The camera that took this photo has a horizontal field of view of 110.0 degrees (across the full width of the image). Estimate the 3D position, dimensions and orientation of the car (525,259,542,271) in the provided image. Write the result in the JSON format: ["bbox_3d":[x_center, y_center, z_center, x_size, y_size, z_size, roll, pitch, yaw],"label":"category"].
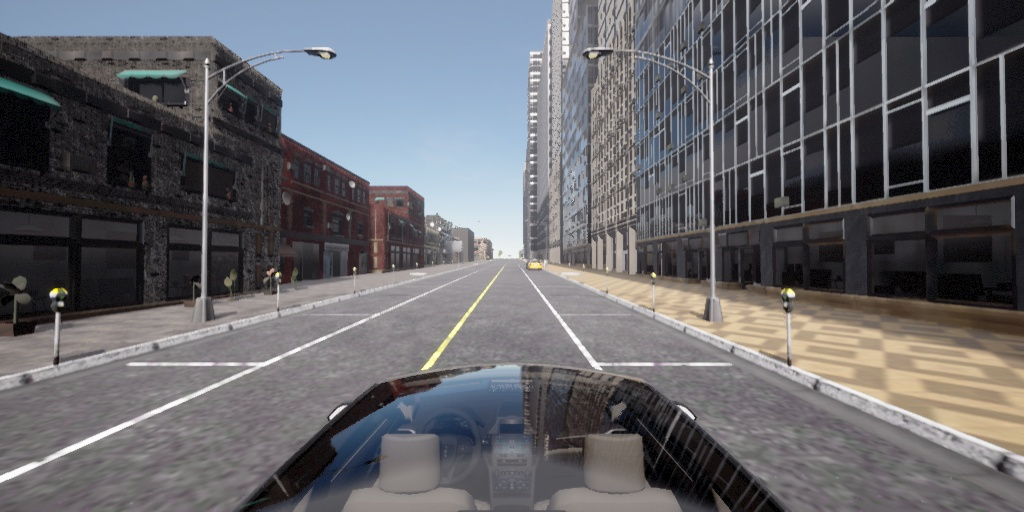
[{"bbox_3d":[3.150,1.203,50.239,1.801,1.575,5.366,0,0,0],"label":"car"}]
